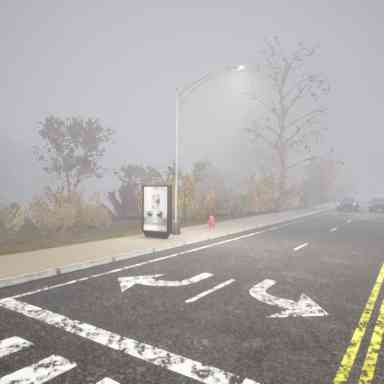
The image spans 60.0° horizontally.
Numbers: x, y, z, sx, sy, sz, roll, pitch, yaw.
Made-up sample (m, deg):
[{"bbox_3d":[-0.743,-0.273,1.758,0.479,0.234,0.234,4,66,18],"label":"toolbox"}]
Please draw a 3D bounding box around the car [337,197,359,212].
[{"bbox_3d":[18.708,1.390,39.731,2.097,1.767,4.553,0,0,30],"label":"car"}]

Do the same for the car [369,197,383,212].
[{"bbox_3d":[21.509,1.393,38.084,2.097,1.767,4.553,0,0,30],"label":"car"}]
